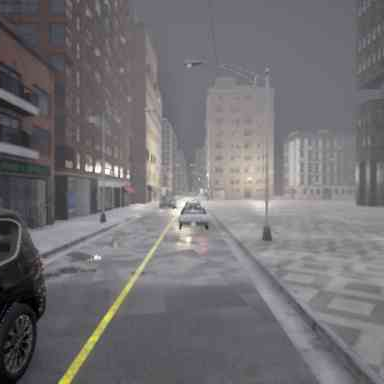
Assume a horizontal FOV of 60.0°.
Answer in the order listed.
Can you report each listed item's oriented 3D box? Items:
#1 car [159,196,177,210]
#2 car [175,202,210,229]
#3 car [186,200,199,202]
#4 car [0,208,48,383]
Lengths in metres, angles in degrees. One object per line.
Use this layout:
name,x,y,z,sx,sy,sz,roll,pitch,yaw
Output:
car,-3.081,1.319,43.095,2.097,1.767,4.553,0,0,0
car,0.097,1.585,21.500,1.895,1.301,4.718,0,0,0
car,0.095,1.571,38.992,1.895,1.301,4.718,0,0,0
car,-3.094,1.218,2.414,2.150,2.045,5.566,0,0,0
